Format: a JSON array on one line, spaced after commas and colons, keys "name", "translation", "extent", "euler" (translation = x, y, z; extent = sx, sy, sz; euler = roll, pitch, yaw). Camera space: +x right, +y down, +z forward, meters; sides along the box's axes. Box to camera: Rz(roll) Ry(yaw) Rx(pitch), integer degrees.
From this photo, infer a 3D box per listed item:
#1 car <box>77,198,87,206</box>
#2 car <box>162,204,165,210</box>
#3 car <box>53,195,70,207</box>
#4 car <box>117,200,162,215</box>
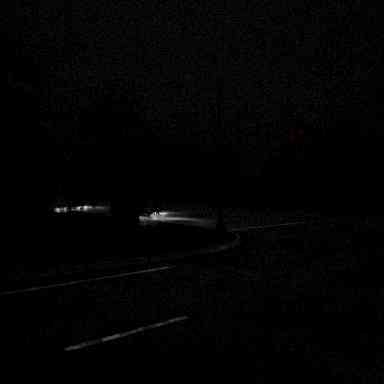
[{"name": "car", "translation": [-18.367, 1.435, 52.944], "extent": [2.128, 1.511, 4.902], "euler": [-1, 0, -39]}, {"name": "car", "translation": [-5.136, 1.390, 36.375], "extent": [2.033, 1.411, 5.357], "euler": [-1, 0, -39]}, {"name": "car", "translation": [-19.947, 1.466, 49.294], "extent": [2.128, 1.511, 4.902], "euler": [-1, 0, -38]}, {"name": "car", "translation": [-5.234, 1.370, 30.881], "extent": [2.128, 1.511, 4.902], "euler": [-1, 1, -38]}]
